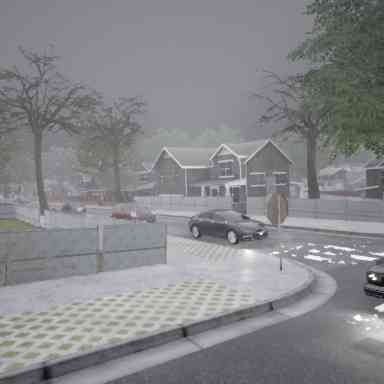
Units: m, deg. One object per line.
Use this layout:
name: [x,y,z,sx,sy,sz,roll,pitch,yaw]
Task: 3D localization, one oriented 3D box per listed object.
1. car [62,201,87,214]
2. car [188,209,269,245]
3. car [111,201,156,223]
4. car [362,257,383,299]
car: [-13.879,1.860,39.089,2.128,1.511,4.902,-3,1,-35]
car: [1.700,1.645,16.882,1.837,1.490,4.892,-3,1,-35]
car: [-4.626,1.581,25.872,2.097,1.767,4.553,-3,2,-35]
car: [5.888,1.543,7.449,5.357,1.411,2.033,0,0,-39]
